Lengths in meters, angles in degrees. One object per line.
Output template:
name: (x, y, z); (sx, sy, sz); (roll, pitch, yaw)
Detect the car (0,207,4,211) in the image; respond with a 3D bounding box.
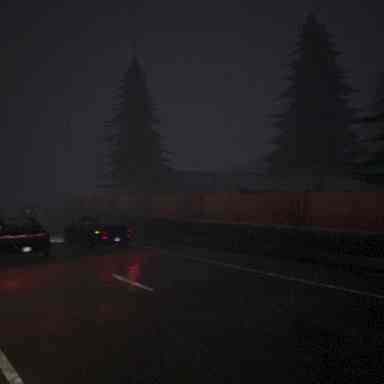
car: (-20.780, 1.944, 34.517); (2.097, 1.767, 4.553); (0, -1, -28)

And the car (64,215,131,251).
car: (-4.462, 1.771, 15.433); (1.812, 1.442, 4.674); (0, -1, -38)

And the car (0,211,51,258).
car: (-6.938, 1.711, 12.918); (2.128, 1.511, 4.902); (0, -1, -38)

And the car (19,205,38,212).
car: (-19.606, 2.229, 39.905); (1.994, 1.385, 4.181); (0, -1, -26)
